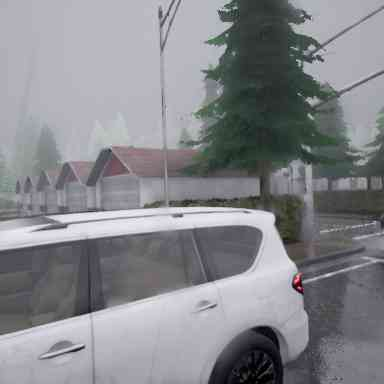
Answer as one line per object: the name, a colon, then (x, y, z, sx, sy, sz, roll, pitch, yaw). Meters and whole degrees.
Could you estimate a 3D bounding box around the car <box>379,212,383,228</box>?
car: (10.837, 1.245, 14.639, 1.812, 1.442, 4.674, -3, 0, -34)

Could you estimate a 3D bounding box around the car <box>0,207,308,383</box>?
car: (-1.321, 1.236, 3.045, 5.566, 2.045, 2.150, -1, 0, -34)
